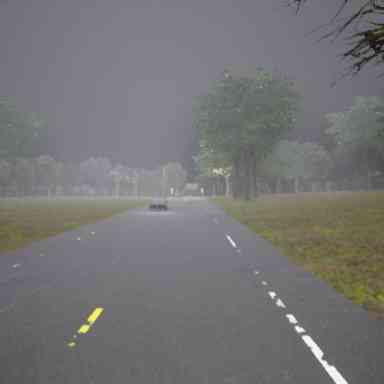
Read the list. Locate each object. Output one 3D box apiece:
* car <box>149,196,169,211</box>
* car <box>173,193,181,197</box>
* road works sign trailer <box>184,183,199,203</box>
[{"bbox_3d":[-3.599,1.258,37.036,1.882,1.535,5.008,0,0,0],"label":"car"},{"bbox_3d":[-3.513,0.810,77.820,1.812,1.442,4.674,0,0,0],"label":"car"},{"bbox_3d":[0.002,0.108,57.567,2.380,3.560,2.880,0,0,-1],"label":"road works sign trailer"}]
